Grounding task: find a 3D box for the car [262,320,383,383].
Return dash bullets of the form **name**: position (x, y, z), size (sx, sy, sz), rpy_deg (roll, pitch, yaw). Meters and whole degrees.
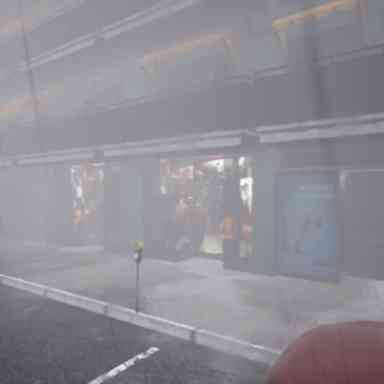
- **car**: position (2.579, 1.299, 1.019), size (5.009, 1.841, 2.192), rpy_deg (-1, 0, 35)
